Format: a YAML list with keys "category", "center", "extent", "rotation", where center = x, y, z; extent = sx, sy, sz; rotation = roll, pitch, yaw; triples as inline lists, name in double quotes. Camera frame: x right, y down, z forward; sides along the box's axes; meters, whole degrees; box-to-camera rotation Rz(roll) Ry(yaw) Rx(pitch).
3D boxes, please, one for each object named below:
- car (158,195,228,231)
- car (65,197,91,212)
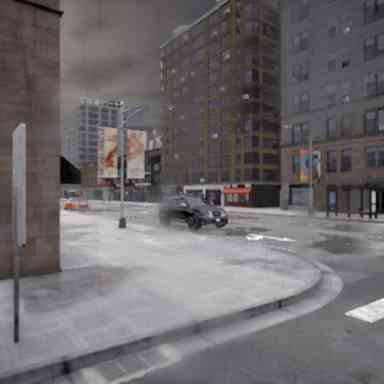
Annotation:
- category: "car"
  center: [-0.100, 1.247, 21.314]
  extent: [2.150, 2.045, 5.566]
  rotation: [0, 0, -35]
- category: "car"
  center: [-14.034, 1.426, 40.943]
  extent: [2.097, 1.767, 4.553]
  rotation: [0, 0, -35]
